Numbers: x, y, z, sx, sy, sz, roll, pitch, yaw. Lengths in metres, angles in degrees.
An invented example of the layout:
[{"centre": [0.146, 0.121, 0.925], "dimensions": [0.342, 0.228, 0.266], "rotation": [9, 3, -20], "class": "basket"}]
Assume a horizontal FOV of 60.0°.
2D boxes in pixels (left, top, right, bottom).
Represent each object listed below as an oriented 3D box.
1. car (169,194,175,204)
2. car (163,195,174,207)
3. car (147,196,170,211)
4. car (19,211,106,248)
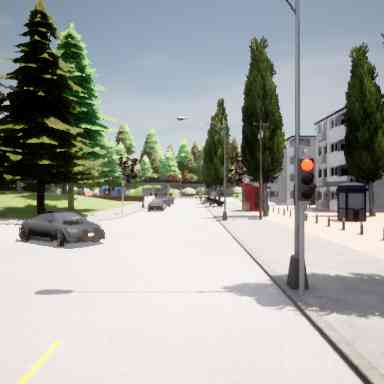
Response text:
[{"centre": [-4.148, 1.489, 60.031], "dimensions": [1.837, 1.490, 4.892], "rotation": [0, 0, 0], "class": "car"}, {"centre": [-4.176, 1.551, 50.039], "dimensions": [1.994, 1.385, 4.181], "rotation": [0, 0, 0], "class": "car"}, {"centre": [-4.172, 1.537, 40.101], "dimensions": [2.033, 1.411, 5.357], "rotation": [0, 0, 0], "class": "car"}, {"centre": [-5.763, 1.560, 14.742], "dimensions": [4.181, 1.385, 1.994], "rotation": [0, 0, 34], "class": "car"}]
